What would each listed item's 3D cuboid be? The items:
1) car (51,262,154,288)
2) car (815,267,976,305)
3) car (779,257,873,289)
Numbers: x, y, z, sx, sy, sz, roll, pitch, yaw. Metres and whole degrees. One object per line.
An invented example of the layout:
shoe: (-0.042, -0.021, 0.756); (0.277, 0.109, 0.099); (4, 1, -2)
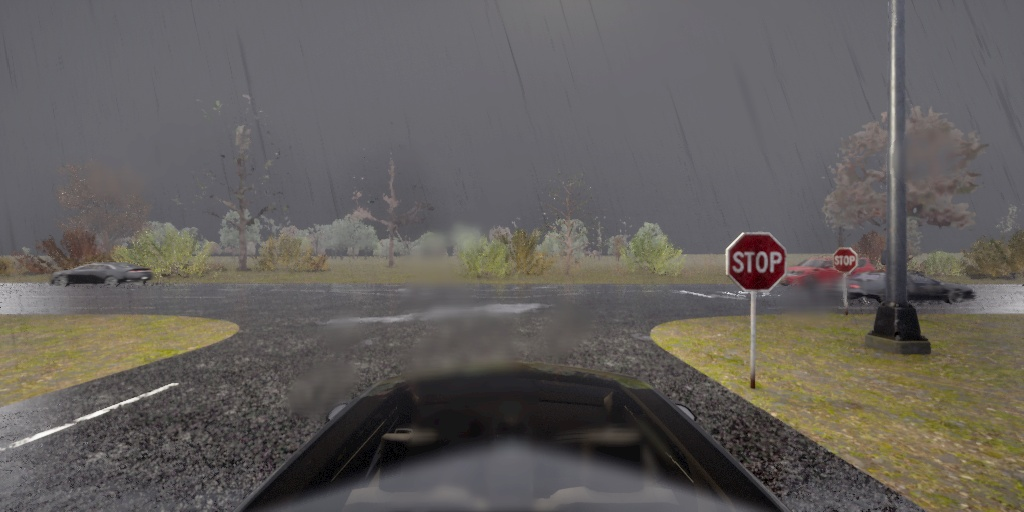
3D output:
car: (-24.962, 1.136, 21.921); (4.902, 1.511, 2.128); (0, 0, -2)
car: (17.194, 1.374, 16.081); (5.357, 1.411, 2.033); (0, 0, -2)
car: (20.159, 1.084, 23.175); (5.566, 2.045, 2.150); (0, 0, -2)
